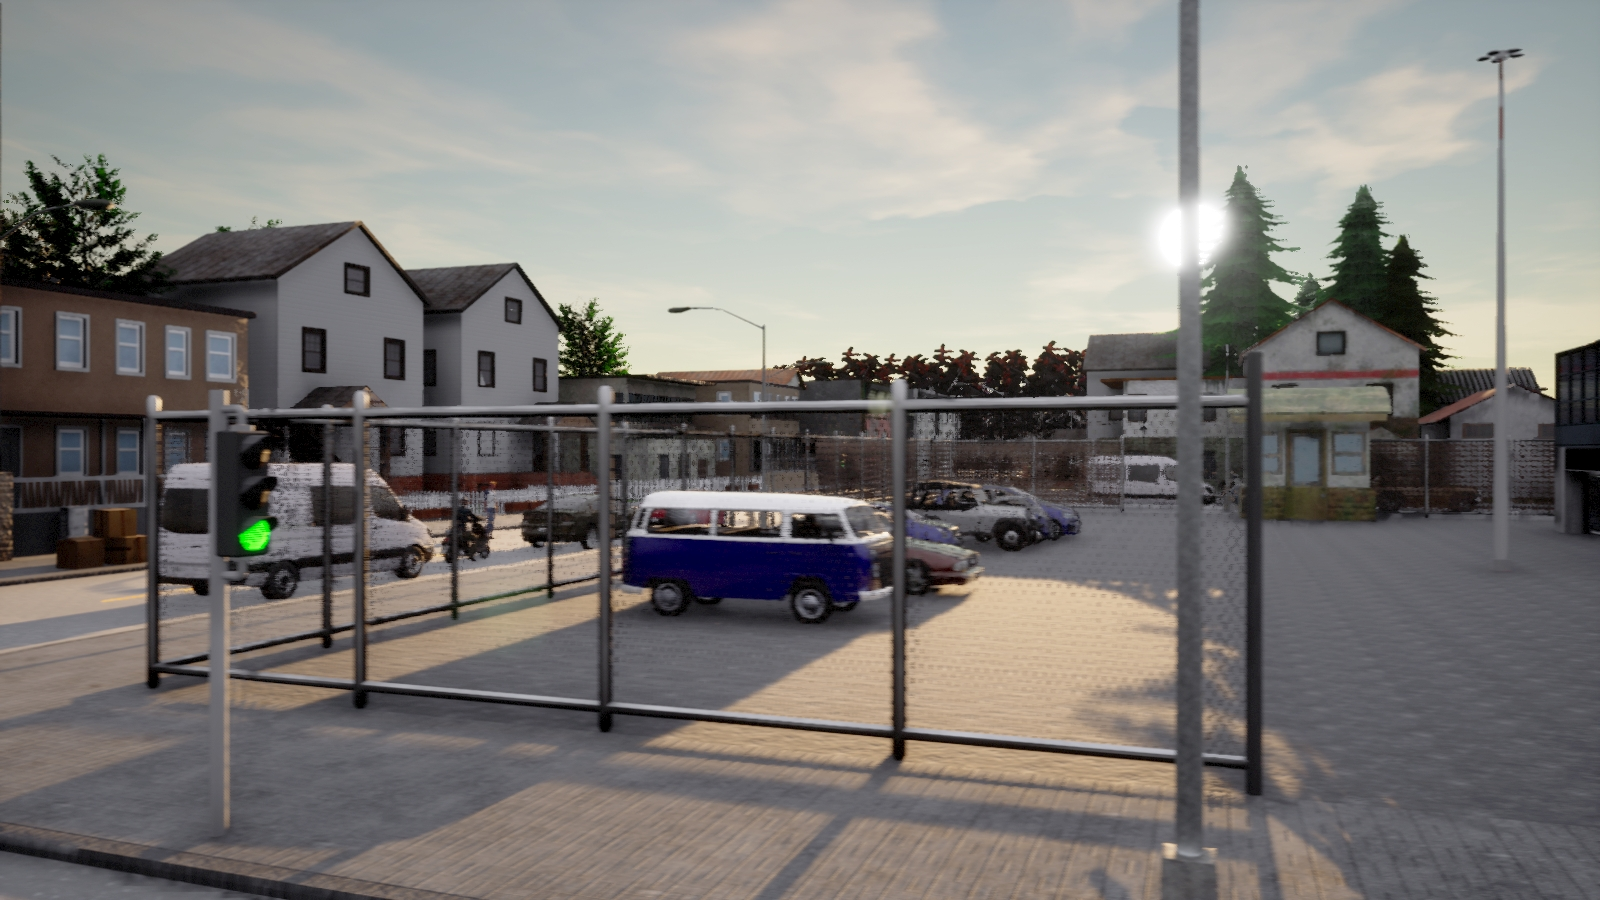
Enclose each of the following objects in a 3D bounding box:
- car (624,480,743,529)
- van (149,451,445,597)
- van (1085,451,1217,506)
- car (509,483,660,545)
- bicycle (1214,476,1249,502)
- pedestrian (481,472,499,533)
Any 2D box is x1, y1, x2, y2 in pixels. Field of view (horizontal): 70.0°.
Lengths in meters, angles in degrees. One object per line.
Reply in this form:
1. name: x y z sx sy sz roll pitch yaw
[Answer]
1. car: -3.956 1.841 39.828 2.231 1.480 4.892 0 0 20
2. van: -9.949 1.314 23.308 1.988 2.561 5.915 0 0 20
3. van: 16.782 1.314 54.670 5.915 2.561 1.988 0 0 20
4. car: -6.202 1.814 33.634 2.097 1.535 5.006 0 0 20
5. bicycle: 21.578 1.936 57.183 1.643 1.296 0.373 0 0 20
6. pedestrian: -9.632 1.628 35.462 0.375 1.860 0.375 0 0 30
